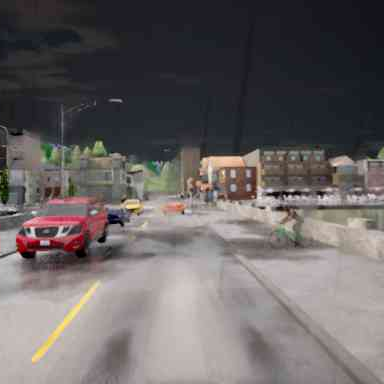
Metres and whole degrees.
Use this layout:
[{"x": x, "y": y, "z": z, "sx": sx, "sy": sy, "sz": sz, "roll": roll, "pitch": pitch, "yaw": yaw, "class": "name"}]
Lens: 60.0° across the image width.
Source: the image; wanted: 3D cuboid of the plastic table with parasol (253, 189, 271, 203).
[{"x": 12.461, "y": 0.663, "z": 59.394, "sx": 2.482, "sy": 2.480, "sz": 2.482, "roll": -1, "pitch": 0, "yaw": -3, "class": "plastic table with parasol"}]

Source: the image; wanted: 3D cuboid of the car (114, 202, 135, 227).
[{"x": -5.415, "y": 1.640, "z": 23.171, "sx": 1.895, "sy": 1.301, "sz": 4.718, "roll": -1, "pitch": 0, "yaw": -3, "class": "car"}]

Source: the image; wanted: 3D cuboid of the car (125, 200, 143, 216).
[{"x": -5.996, "y": 1.509, "z": 33.419, "sx": 1.882, "sy": 1.535, "sz": 5.008, "roll": -1, "pitch": 0, "yaw": -3, "class": "car"}]

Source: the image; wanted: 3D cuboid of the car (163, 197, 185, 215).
[{"x": -1.872, "y": 1.325, "z": 34.156, "sx": 2.097, "sy": 1.767, "sz": 4.553, "roll": -1, "pitch": 0, "yaw": -3, "class": "car"}]

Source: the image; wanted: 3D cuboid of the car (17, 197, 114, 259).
[{"x": -4.835, "y": 1.267, "z": 13.336, "sx": 2.150, "sy": 2.045, "sz": 5.566, "roll": -1, "pitch": 0, "yaw": -3, "class": "car"}]

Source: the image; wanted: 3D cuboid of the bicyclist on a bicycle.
[{"x": 3.645, "y": 1.280, "z": 12.247, "sx": 1.656, "sy": 1.620, "sz": 0.582, "roll": -1, "pitch": 0, "yaw": -3, "class": "bicyclist on a bicycle"}]
